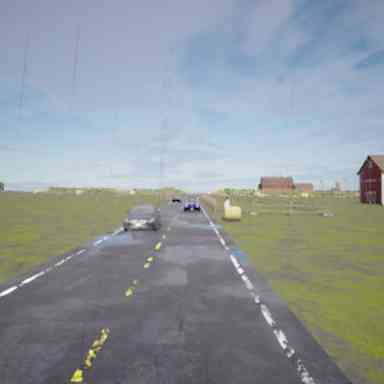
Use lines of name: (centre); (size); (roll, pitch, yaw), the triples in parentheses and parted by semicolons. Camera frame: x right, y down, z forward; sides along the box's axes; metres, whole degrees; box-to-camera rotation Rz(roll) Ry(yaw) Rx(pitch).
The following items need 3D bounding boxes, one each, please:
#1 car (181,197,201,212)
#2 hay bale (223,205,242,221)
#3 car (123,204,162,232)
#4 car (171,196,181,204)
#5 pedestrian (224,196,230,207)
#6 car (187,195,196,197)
car: (0.015, 1.523, 37.714); (1.895, 1.301, 4.718); (0, 0, 0)
hay bale: (3.103, 1.602, 25.591); (1.220, 1.180, 1.240); (-1, -1, 0)
car: (-2.859, 1.484, 20.006); (1.812, 1.442, 4.674); (0, 0, 0)
car: (-2.803, 1.474, 61.965); (1.895, 1.301, 4.718); (0, 0, 1)
pedestrian: (2.812, 1.251, 26.697); (0.375, 1.860, 0.375); (1, -1, 2)
car: (-0.021, 1.247, 50.574); (2.097, 1.767, 4.553); (0, 0, 0)
